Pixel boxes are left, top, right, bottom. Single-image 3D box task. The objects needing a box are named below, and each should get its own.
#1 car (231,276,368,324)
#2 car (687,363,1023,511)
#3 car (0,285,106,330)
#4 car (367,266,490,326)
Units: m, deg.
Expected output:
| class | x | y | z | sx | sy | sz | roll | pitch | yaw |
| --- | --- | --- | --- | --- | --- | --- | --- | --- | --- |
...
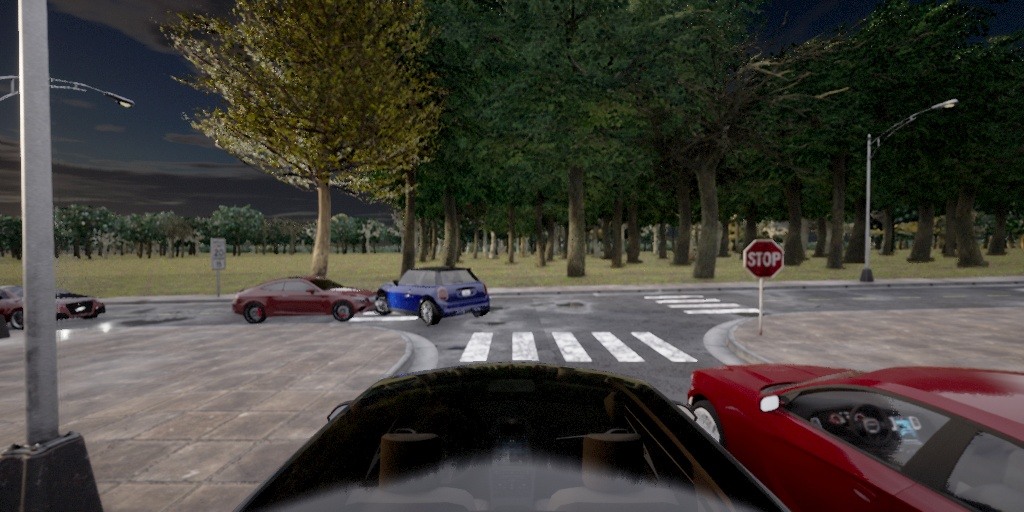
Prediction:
| class | x | y | z | sx | sy | sz | roll | pitch | yaw |
| --- | --- | --- | --- | --- | --- | --- | --- | --- | --- |
| car | -6.991 | 1.421 | 12.367 | 4.674 | 1.442 | 1.812 | -1 | 1 | 0 |
| car | 2.636 | 1.295 | 1.891 | 1.888 | 1.381 | 4.507 | 0 | 0 | 0 |
| car | -16.934 | 1.700 | 12.404 | 4.181 | 1.385 | 1.994 | -1 | 1 | 0 |
| car | -2.847 | 1.138 | 12.206 | 2.097 | 1.767 | 4.553 | -3 | 1 | -44 |
